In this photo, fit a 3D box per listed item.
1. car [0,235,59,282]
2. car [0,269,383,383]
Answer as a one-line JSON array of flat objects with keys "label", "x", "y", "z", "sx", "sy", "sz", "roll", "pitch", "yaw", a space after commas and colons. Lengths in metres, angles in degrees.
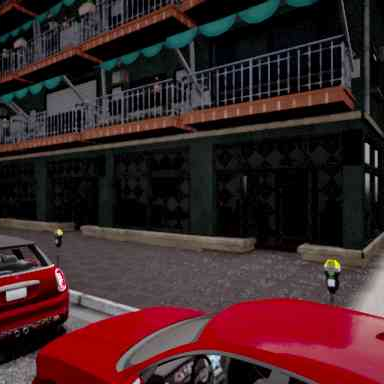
[{"label": "car", "x": -4.000, "y": 1.439, "z": 5.725, "sx": 4.097, "sy": 1.590, "sz": 1.967, "roll": 0, "pitch": 0, "yaw": 35}, {"label": "car", "x": 0.592, "y": 1.545, "z": 2.455, "sx": 4.507, "sy": 1.381, "sz": 1.887, "roll": 0, "pitch": 0, "yaw": 35}]
